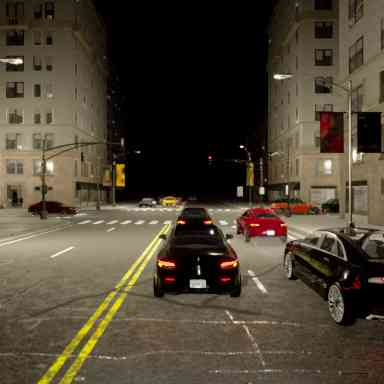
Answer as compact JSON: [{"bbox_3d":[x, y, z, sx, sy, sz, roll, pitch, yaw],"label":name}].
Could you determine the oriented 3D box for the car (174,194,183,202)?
[{"bbox_3d":[-3.127,1.347,78.165,2.097,1.767,4.553,0,0,0],"label":"car"}]

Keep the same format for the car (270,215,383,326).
[{"bbox_3d":[3.348,1.492,7.027,2.128,1.511,4.902,0,0,1],"label":"car"}]

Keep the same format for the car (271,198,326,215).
[{"bbox_3d":[9.786,1.381,31.474,4.553,1.767,2.097,0,0,0],"label":"car"}]

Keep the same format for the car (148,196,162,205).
[{"bbox_3d":[-6.487,1.520,58.864,1.837,1.490,4.892,0,0,0],"label":"car"}]

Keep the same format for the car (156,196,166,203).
[{"bbox_3d":[-6.392,1.541,69.016,1.812,1.442,4.674,0,0,0],"label":"car"}]

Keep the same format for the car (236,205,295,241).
[{"bbox_3d":[3.273,1.528,16.122,1.812,1.442,4.674,0,0,0],"label":"car"}]

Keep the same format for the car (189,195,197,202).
[{"bbox_3d":[0.124,1.607,78.514,1.895,1.301,4.718,0,0,0],"label":"car"}]

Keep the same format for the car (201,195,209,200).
[{"bbox_3d":[3.389,1.435,88.482,1.994,1.385,4.181,0,0,0],"label":"car"}]

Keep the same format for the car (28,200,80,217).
[{"bbox_3d":[-12.876,1.514,31.082,4.674,1.442,1.812,0,0,7],"label":"car"}]

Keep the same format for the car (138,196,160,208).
[{"bbox_3d":[-6.492,1.561,49.125,2.033,1.411,5.357,0,0,4],"label":"car"}]

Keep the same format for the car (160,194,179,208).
[{"bbox_3d":[-3.276,1.491,49.414,1.882,1.535,5.008,0,0,-1],"label":"car"}]

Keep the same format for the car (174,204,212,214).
[{"bbox_3d":[0.125,1.528,17.334,1.812,1.442,4.674,0,0,0],"label":"car"}]

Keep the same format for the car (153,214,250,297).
[{"bbox_3d":[0.109,1.526,8.425,1.812,1.442,4.674,0,0,0],"label":"car"}]

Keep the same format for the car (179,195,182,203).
[{"bbox_3d":[-3.236,1.616,58.752,1.895,1.301,4.718,0,0,0],"label":"car"}]

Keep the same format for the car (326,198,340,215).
[{"bbox_3d":[14.814,1.408,34.384,4.553,1.767,2.097,0,0,1],"label":"car"}]

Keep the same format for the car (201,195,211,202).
[{"bbox_3d":[3.373,1.551,78.062,2.033,1.411,5.357,0,0,0],"label":"car"}]

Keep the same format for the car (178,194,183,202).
[{"bbox_3d":[-3.154,1.368,68.204,2.097,1.767,4.553,0,0,0],"label":"car"}]

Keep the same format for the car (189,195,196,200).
[{"bbox_3d":[0.139,1.435,88.487,1.994,1.385,4.181,0,0,0],"label":"car"}]
